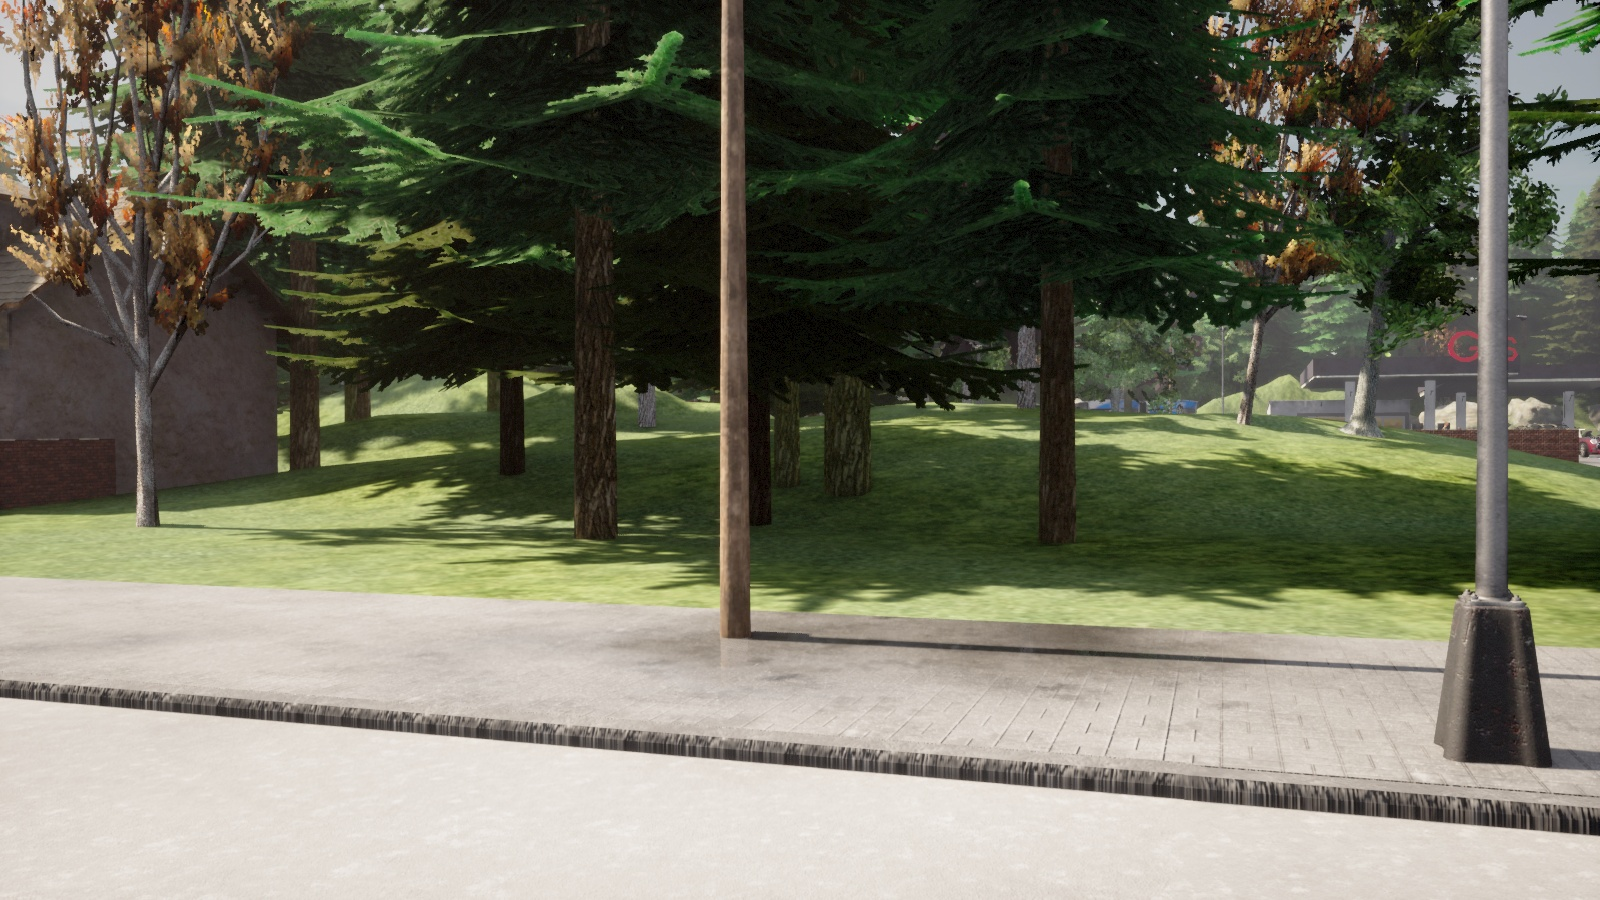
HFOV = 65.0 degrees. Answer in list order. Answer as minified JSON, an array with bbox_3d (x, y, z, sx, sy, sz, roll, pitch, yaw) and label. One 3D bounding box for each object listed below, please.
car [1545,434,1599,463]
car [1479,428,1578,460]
[{"bbox_3d":[40.964,-0.101,65.411,1.970,1.475,3.806,0,1,-1],"label":"car"},{"bbox_3d":[42.747,-0.376,73.784,1.932,1.855,4.605,0,1,-32],"label":"car"}]
